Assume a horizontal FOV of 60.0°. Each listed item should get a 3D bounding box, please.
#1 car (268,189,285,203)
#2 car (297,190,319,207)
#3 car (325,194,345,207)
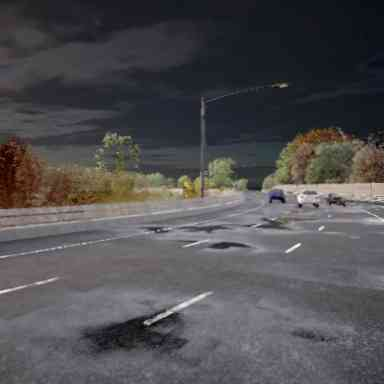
[{"bbox_3d":[12.961,0.548,50.949,2.150,2.045,5.566,1,1,10],"label":"car"},{"bbox_3d":[14.099,0.729,40.413,2.150,2.045,5.566,1,1,16],"label":"car"},{"bbox_3d":[18.112,1.027,42.219,1.837,1.490,4.892,2,1,14],"label":"car"}]
